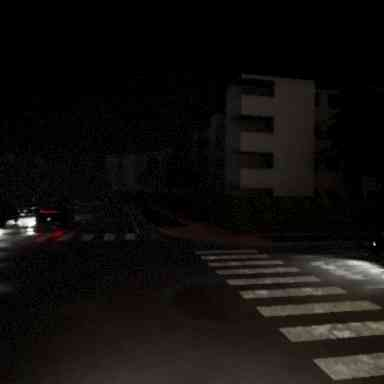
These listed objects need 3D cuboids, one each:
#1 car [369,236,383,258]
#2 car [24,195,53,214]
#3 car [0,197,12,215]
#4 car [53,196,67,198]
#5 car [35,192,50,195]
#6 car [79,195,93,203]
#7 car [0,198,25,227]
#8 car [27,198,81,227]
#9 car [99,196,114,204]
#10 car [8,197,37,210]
[{"bbox_3d":[8.701,1.667,10.954,5.357,1.411,2.033,1,0,-12],"label":"car"},{"bbox_3d":[-14.617,1.346,30.520,2.128,1.511,4.902,1,0,-12],"label":"car"},{"bbox_3d":[-18.086,1.285,29.999,1.882,1.535,5.008,1,0,-12],"label":"car"},{"bbox_3d":[-16.659,1.368,39.936,1.812,1.442,4.674,1,0,-12],"label":"car"},{"bbox_3d":[-22.642,1.000,50.178,2.150,2.045,5.566,1,0,-16],"label":"car"},{"bbox_3d":[-19.797,1.329,62.153,2.128,1.511,4.902,1,0,-29],"label":"car"},{"bbox_3d":[-12.638,1.371,21.601,1.837,1.490,4.892,1,0,-14],"label":"car"},{"bbox_3d":[-9.023,1.407,22.168,2.128,1.511,4.902,1,0,-12],"label":"car"},{"bbox_3d":[-16.157,1.435,62.725,2.033,1.411,5.357,1,0,-29],"label":"car"},{"bbox_3d":[-20.185,1.359,39.803,1.994,1.385,4.181,1,0,-12],"label":"car"}]
